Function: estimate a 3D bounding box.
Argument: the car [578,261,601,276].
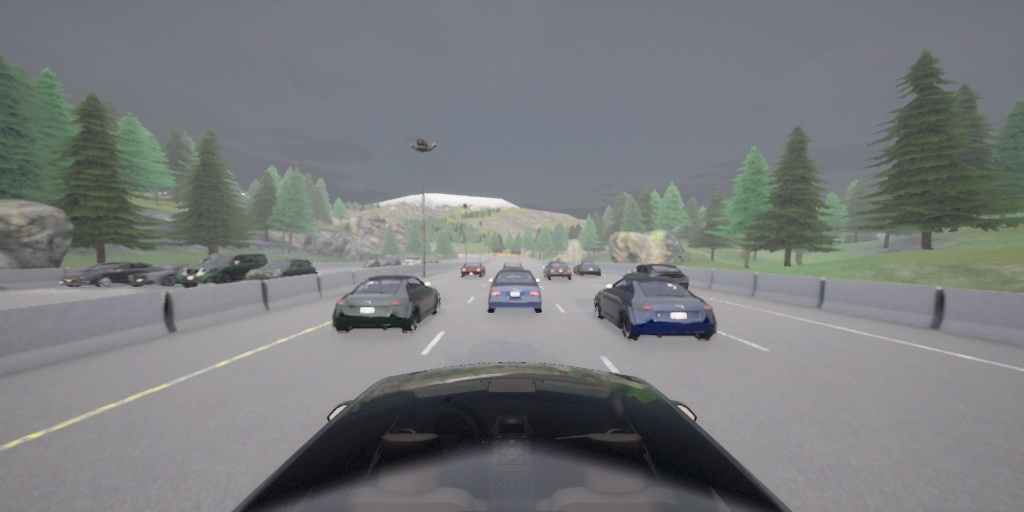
[{"bbox_3d":[7.087,1.161,34.161,1.994,1.385,4.181,0,0,0],"label":"car"}]

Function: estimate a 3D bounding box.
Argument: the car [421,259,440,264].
[{"bbox_3d":[-14.049,1.315,63.538,2.128,1.511,4.902,0,-1,1],"label":"car"}]

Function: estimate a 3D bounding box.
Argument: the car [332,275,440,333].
[{"bbox_3d":[-3.409,1.233,10.465,1.994,1.385,4.181,0,0,0],"label":"car"}]

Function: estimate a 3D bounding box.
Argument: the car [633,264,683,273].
[{"bbox_3d":[7.094,1.124,18.093,1.837,1.490,4.892,0,0,0],"label":"car"}]

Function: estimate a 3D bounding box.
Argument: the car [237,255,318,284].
[{"bbox_3d":[-14.105,0.960,22.182,2.097,1.767,4.553,0,0,0],"label":"car"}]

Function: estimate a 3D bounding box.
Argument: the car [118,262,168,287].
[{"bbox_3d":[-21.105,1.173,22.314,1.994,1.385,4.181,0,0,0],"label":"car"}]

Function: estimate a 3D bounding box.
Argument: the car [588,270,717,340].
[{"bbox_3d":[3.589,1.237,9.711,1.994,1.385,4.181,0,0,0],"label":"car"}]

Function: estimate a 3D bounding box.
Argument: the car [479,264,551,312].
[{"bbox_3d":[0.095,1.194,13.510,2.033,1.411,5.357,0,0,0],"label":"car"}]

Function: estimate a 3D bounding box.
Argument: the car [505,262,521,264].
[{"bbox_3d":[0.089,1.196,32.408,1.895,1.301,4.718,0,0,0],"label":"car"}]

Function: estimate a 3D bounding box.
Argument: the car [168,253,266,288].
[{"bbox_3d":[-17.605,0.830,22.394,2.150,2.045,5.566,0,0,0],"label":"car"}]

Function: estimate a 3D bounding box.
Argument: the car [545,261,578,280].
[{"bbox_3d":[3.589,1.141,28.835,2.033,1.411,5.357,0,0,0],"label":"car"}]

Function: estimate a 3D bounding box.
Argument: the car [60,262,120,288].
[{"bbox_3d":[-24.605,1.115,22.333,1.837,1.490,4.892,0,0,0],"label":"car"}]

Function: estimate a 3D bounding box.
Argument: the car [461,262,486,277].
[{"bbox_3d":[-3.412,1.197,32.398,1.895,1.301,4.718,0,0,0],"label":"car"}]
